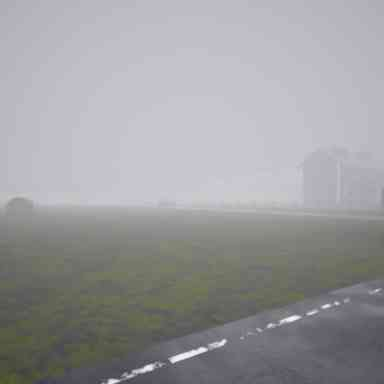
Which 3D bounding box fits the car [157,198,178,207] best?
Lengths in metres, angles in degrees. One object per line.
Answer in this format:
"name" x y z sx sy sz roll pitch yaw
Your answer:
"car" -4.421 1.855 60.213 2.097 1.767 4.553 1 -1 -36
